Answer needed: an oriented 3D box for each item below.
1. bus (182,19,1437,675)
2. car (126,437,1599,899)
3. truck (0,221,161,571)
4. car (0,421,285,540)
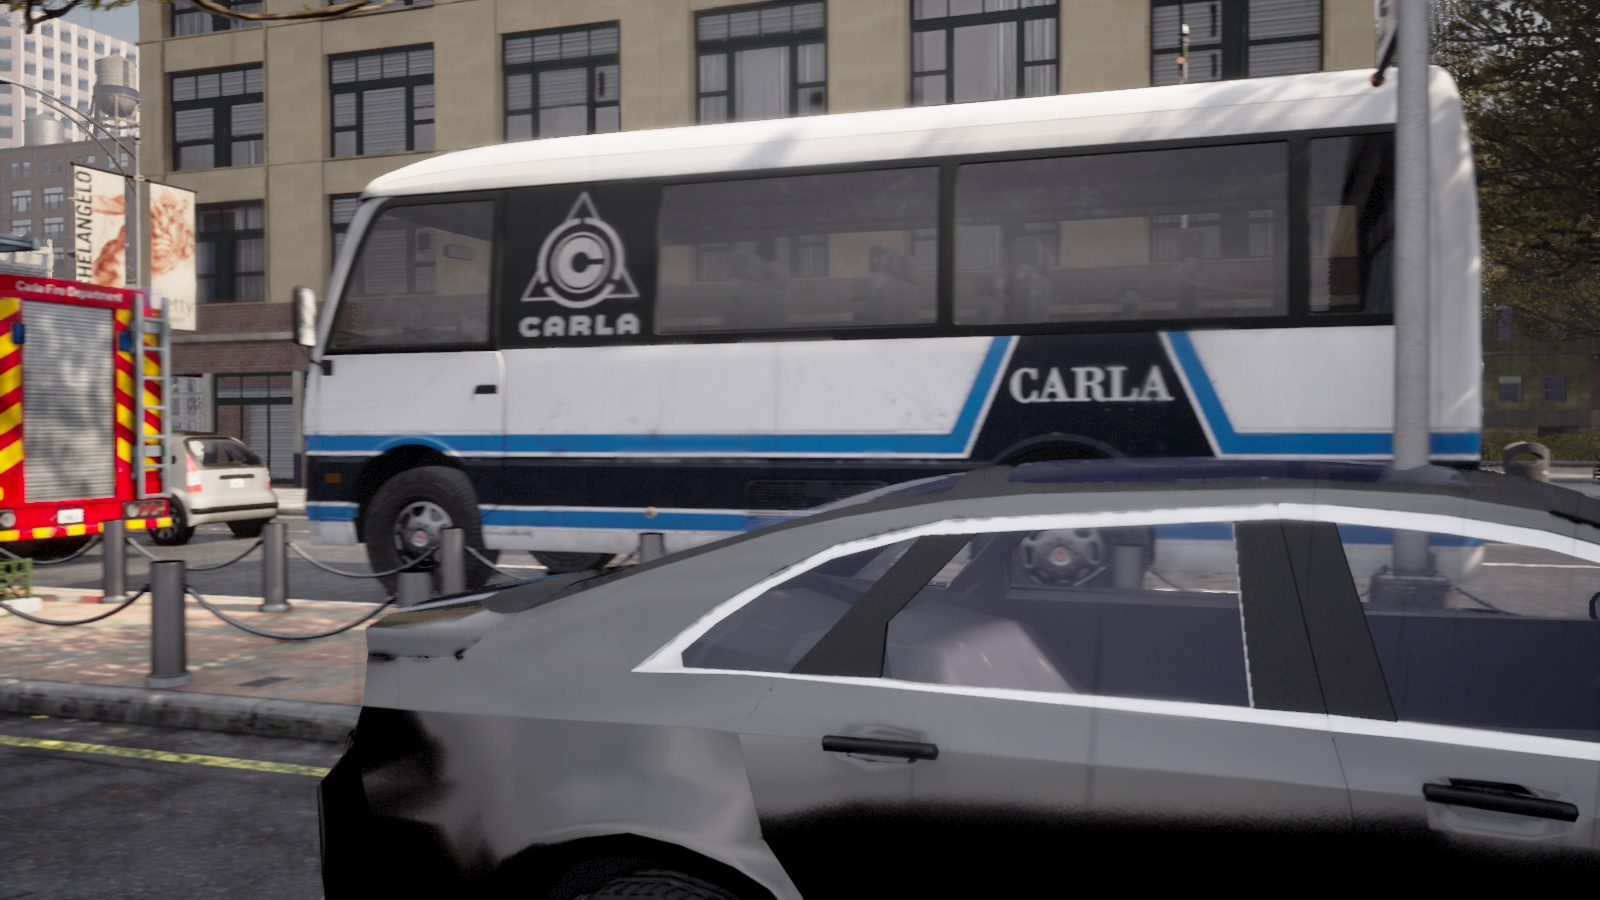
[{"bbox_3d":[-0.124,-0.735,11.664,10.273,4.253,3.944,1,1,19],"label":"bus"},{"bbox_3d":[1.305,0.745,2.756,4.902,1.511,2.128,1,1,19],"label":"car"},{"bbox_3d":[-12.539,-0.638,15.815,8.468,3.827,2.891,1,1,19],"label":"truck"},{"bbox_3d":[-9.937,0.390,18.652,3.988,1.617,1.851,1,1,19],"label":"car"}]
